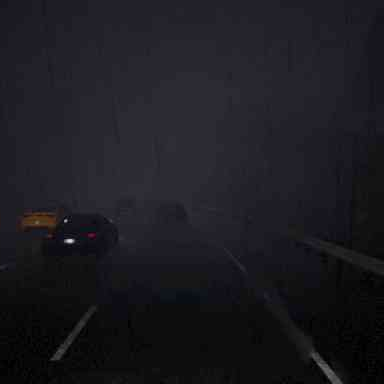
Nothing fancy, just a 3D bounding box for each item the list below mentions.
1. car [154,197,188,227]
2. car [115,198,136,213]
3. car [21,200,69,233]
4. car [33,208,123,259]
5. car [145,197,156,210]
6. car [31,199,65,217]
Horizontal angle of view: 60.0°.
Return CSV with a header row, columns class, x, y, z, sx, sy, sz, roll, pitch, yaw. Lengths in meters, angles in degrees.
class,x,y,z,sx,sy,sz,roll,pitch,yaw
car,-1.405,1.377,21.960,1.882,1.535,5.008,0,1,-7
car,-6.819,1.341,34.176,2.128,1.511,4.902,0,0,-10
car,-8.125,1.398,19.312,1.882,1.535,5.008,0,0,-6
car,-3.996,1.510,12.494,1.994,1.385,4.181,0,0,-4
car,-4.632,1.293,40.849,1.882,1.535,5.008,0,0,-12
car,-13.383,1.436,31.170,1.994,1.385,4.181,0,0,-10
